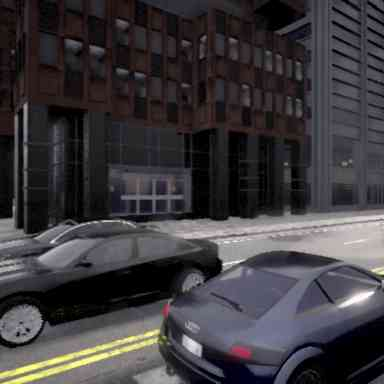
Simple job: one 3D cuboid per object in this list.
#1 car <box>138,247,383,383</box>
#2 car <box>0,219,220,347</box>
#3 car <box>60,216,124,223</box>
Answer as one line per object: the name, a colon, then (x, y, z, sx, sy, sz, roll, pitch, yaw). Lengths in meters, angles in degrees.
car: (1.633, 1.549, 4.604, 4.181, 1.385, 1.994, 0, 0, -35)
car: (-1.682, 1.469, 6.477, 5.008, 1.535, 1.882, 0, 0, -35)
car: (-3.111, 1.494, 9.450, 4.892, 1.490, 1.837, 0, 0, -35)
